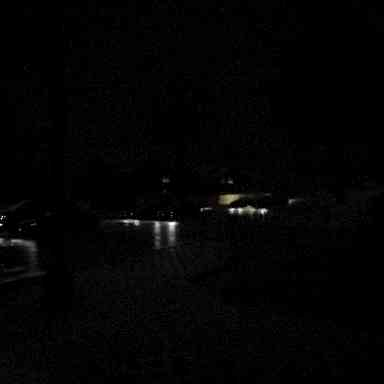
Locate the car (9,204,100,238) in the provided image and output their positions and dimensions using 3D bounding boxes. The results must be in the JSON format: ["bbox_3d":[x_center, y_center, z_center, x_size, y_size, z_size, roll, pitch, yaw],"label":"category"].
[{"bbox_3d":[-7.408,1.641,18.885,1.812,1.442,4.674,-1,-1,36],"label":"car"}]

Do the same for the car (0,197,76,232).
[{"bbox_3d":[-9.832,1.394,21.095,2.150,2.045,5.566,-1,0,36],"label":"car"}]

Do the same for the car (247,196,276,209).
[{"bbox_3d":[9.482,1.340,43.769,1.837,1.490,4.892,-1,0,35],"label":"car"}]

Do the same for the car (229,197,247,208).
[{"bbox_3d":[7.180,1.430,46.153,2.033,1.411,5.357,-1,0,35],"label":"car"}]

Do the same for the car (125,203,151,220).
[{"bbox_3d":[-3.998,1.677,29.733,1.994,1.385,4.181,-1,0,34],"label":"car"}]

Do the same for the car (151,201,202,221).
[{"bbox_3d":[-0.971,1.552,28.408,1.837,1.490,4.892,-1,0,34],"label":"car"}]
